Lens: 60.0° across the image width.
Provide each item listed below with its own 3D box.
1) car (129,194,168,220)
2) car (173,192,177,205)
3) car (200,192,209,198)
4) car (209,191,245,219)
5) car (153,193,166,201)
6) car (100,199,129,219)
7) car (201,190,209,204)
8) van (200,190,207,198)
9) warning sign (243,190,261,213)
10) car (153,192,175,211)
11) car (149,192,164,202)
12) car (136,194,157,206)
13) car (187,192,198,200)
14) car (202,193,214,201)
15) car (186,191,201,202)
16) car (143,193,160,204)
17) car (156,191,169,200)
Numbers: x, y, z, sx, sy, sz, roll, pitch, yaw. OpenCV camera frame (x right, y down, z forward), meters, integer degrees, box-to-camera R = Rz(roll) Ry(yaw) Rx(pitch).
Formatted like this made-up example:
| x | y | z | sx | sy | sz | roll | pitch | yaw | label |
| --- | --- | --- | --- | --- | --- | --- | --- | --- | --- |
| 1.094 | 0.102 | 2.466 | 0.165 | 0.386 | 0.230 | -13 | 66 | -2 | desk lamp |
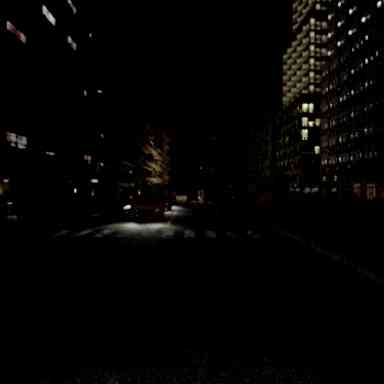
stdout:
| x | y | z | sx | sy | sz | roll | pitch | yaw | label |
| --- | --- | --- | --- | --- | --- | --- | --- | --- | --- |
| -3.063 | 1.143 | 24.541 | 1.882 | 1.535 | 5.008 | 0 | 1 | 0 | car |
| -3.012 | 1.045 | 43.944 | 1.895 | 1.301 | 4.718 | 0 | 1 | 0 | car |
| 2.786 | 0.666 | 74.971 | 1.752 | 1.417 | 4.829 | 0 | 1 | 0 | car |
| 2.724 | 1.007 | 25.063 | 2.192 | 1.841 | 5.009 | 0 | 1 | 0 | car |
| -5.616 | 0.855 | 58.234 | 1.802 | 1.307 | 4.206 | 0 | 1 | 0 | car |
| -5.656 | 1.195 | 25.075 | 2.008 | 1.369 | 4.403 | 0 | 1 | 0 | car |
| 2.751 | 0.756 | 47.167 | 2.192 | 1.841 | 5.009 | 0 | 1 | 0 | car |
| 2.792 | 0.426 | 80.325 | 1.690 | 1.788 | 3.998 | 0 | 1 | 0 | van |
| 5.115 | 0.783 | 28.314 | 1.300 | 1.860 | 1.060 | 1 | 1 | 0 | warning sign |
| -3.044 | 1.081 | 33.996 | 1.812 | 1.442 | 4.674 | 0 | 1 | 0 | car |
| -5.622 | 0.773 | 52.705 | 1.967 | 1.590 | 4.097 | 0 | 1 | 0 | car |
| -5.636 | 1.005 | 41.654 | 2.008 | 1.369 | 4.403 | 0 | 1 | 0 | car |
| 0.086 | 0.788 | 64.259 | 2.033 | 1.411 | 5.357 | 0 | 1 | 0 | car |
| 2.764 | 0.865 | 58.223 | 1.887 | 1.381 | 4.507 | 0 | 1 | 0 | car |
| 0.073 | 0.831 | 53.842 | 1.882 | 1.535 | 5.008 | 0 | 1 | 0 | car |
| -5.629 | 0.938 | 47.179 | 1.887 | 1.381 | 4.507 | 0 | 1 | 0 | car |
| -5.609 | 0.653 | 63.758 | 1.967 | 1.590 | 4.097 | 0 | 1 | 0 | car |
